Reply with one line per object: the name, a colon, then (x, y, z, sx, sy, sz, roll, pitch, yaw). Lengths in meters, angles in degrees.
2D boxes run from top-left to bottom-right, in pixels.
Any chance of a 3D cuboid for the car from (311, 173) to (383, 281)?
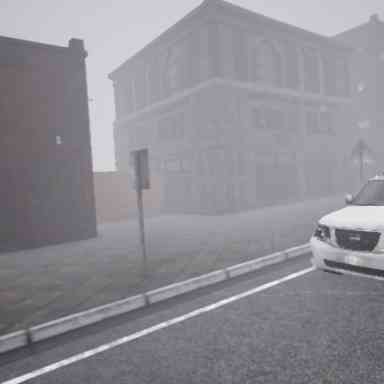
car: (4.937, 0.538, 7.200, 5.566, 2.045, 2.150, -7, 4, -35)
